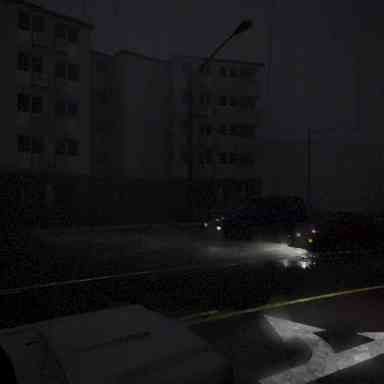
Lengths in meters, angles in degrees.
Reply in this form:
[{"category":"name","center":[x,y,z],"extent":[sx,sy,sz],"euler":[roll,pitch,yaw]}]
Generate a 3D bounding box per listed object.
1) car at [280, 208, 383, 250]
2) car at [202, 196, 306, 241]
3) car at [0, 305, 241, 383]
[{"category":"car","center":[6.229,1.564,14.133],"extent":[4.181,1.385,1.994],"euler":[0,0,-18]},{"category":"car","center":[3.288,1.222,16.838],"extent":[5.566,2.045,2.150],"euler":[0,0,-20]},{"category":"car","center":[-1.907,1.601,2.248],"extent":[4.718,1.301,1.895],"euler":[0,0,-35]}]
